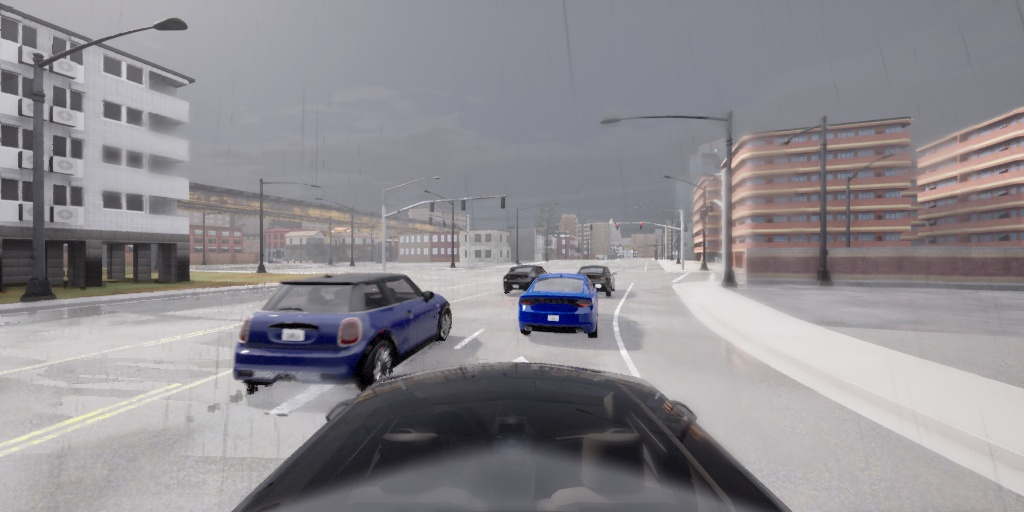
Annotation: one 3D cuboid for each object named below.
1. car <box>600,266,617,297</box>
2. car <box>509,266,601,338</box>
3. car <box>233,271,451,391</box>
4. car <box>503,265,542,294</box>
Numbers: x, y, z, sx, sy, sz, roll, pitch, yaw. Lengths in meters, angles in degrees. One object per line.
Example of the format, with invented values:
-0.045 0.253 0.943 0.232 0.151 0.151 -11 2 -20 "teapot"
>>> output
4.475 1.255 19.268 1.837 1.490 4.892 0 0 20 "car"
1.516 1.228 10.356 1.882 1.535 5.008 0 0 14 "car"
-2.729 1.102 7.008 2.097 1.767 4.553 0 0 7 "car"
1.005 1.254 19.882 1.837 1.490 4.892 0 0 20 "car"
